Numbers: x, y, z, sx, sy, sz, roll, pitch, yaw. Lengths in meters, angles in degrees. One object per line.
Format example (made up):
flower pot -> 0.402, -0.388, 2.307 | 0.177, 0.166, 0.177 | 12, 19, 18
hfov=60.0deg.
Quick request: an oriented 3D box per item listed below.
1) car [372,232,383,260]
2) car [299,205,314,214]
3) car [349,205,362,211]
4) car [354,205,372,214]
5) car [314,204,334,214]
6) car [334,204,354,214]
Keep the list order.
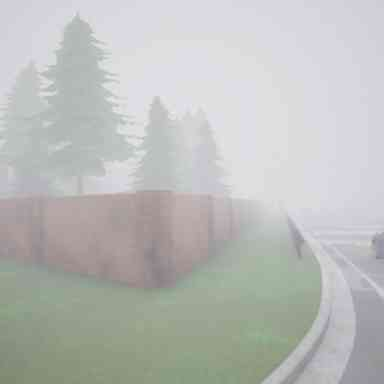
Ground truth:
car -> 7.496, 1.782, 11.104 | 1.882, 1.535, 5.008 | -1, -2, 16
car -> 21.716, 3.594, 63.891 | 1.895, 1.301, 4.718 | -1, -2, 15
car -> 41.927, 4.035, 85.374 | 1.994, 1.385, 4.181 | -1, -2, 15
car -> 32.192, 3.350, 62.435 | 1.994, 1.385, 4.181 | -1, -2, 15
car -> 25.302, 3.457, 63.764 | 2.128, 1.511, 4.902 | -1, -2, 15
car -> 28.770, 3.467, 63.180 | 1.895, 1.301, 4.718 | -1, -2, 15
